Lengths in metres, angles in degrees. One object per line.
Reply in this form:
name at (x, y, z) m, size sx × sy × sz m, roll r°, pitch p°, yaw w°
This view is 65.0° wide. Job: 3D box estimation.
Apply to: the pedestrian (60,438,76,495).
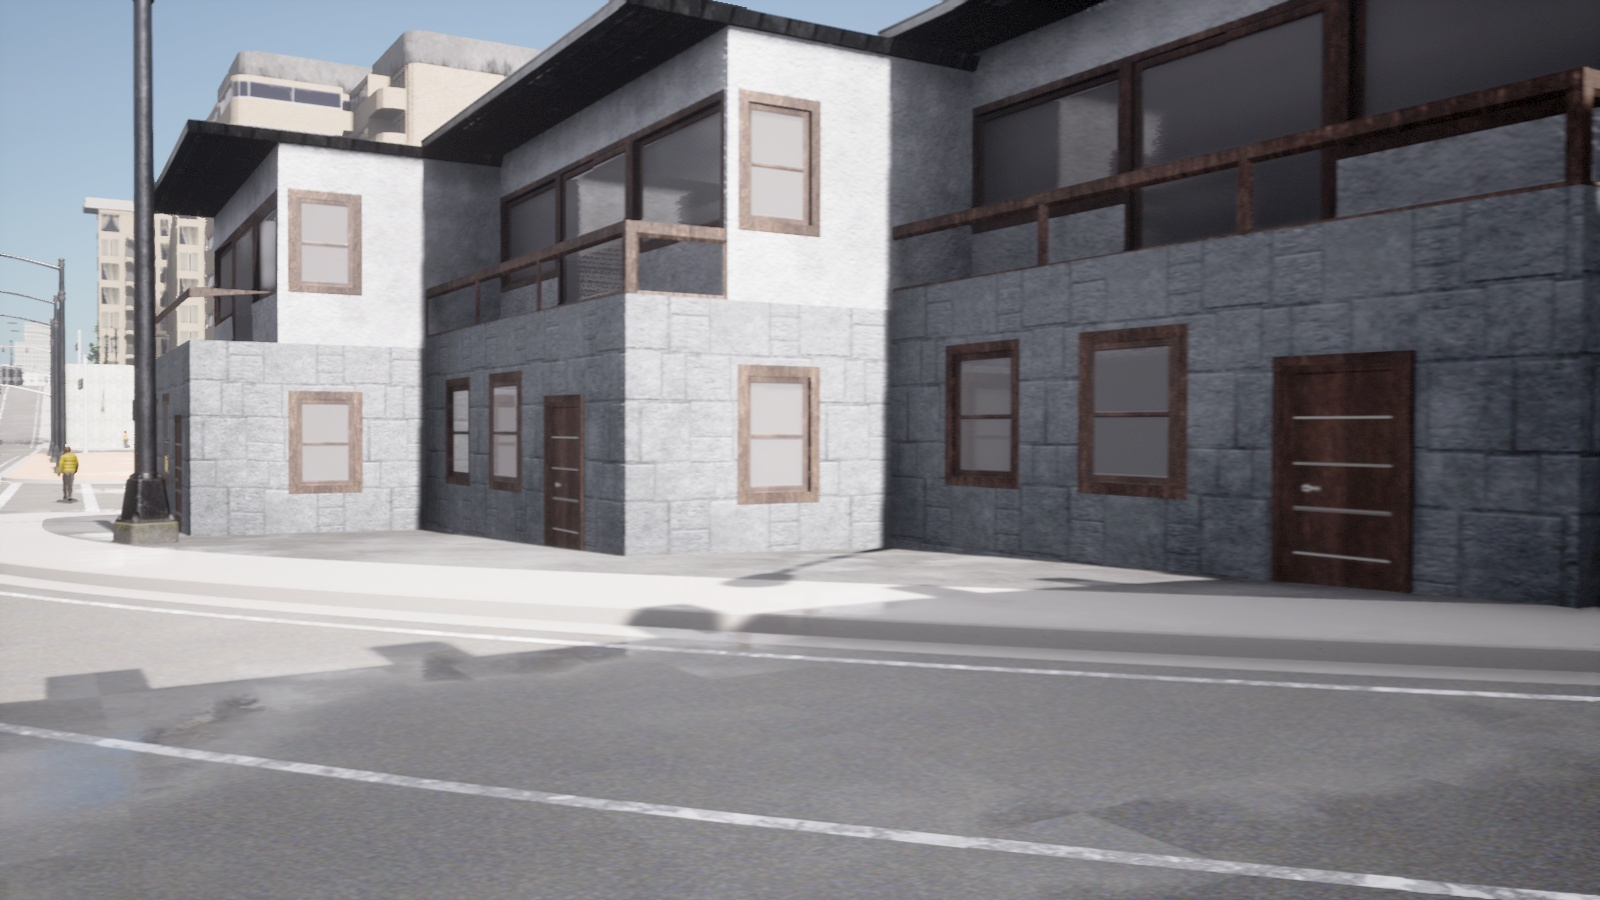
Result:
pedestrian at (-23.586, 0.523, 40.459) m, size 0.370 × 1.835 × 0.726 m, roll 0°, pitch 1°, yaw -35°
